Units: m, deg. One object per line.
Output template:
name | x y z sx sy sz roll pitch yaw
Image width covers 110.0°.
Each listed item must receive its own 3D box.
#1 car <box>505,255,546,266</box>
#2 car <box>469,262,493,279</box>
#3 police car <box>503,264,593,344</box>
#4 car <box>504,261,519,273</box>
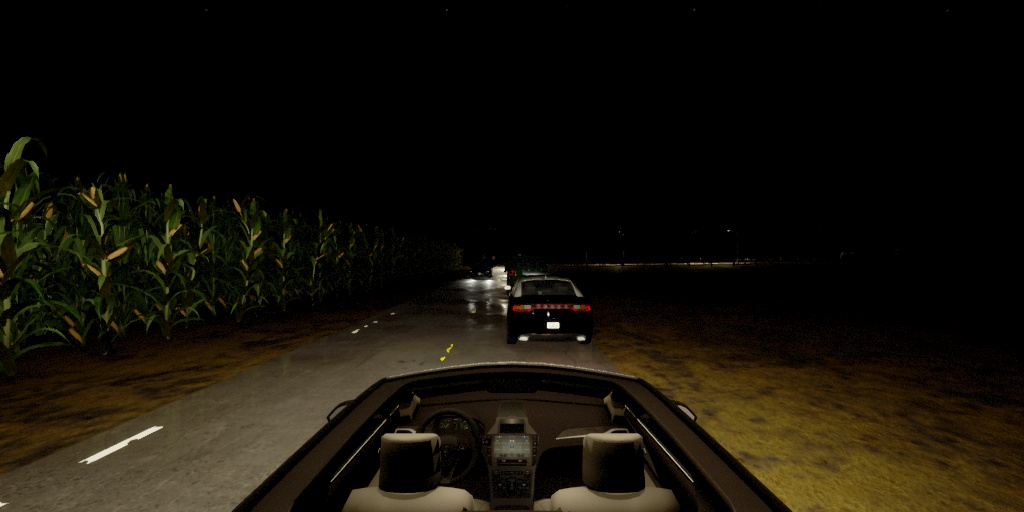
car | 0.807 0.994 19.639 2.150 2.045 5.566 0 0 0
car | -2.780 1.317 32.939 1.837 1.490 4.892 0 0 0
police car | 0.817 1.179 9.717 1.930 1.638 5.238 0 0 0
car | -0.021 1.397 46.792 1.812 1.442 4.674 0 0 0
